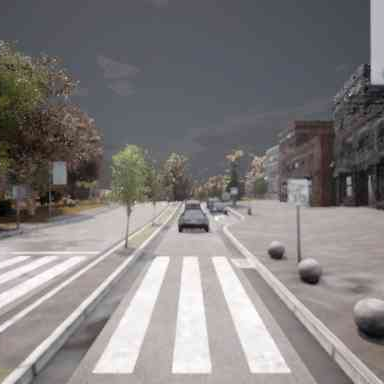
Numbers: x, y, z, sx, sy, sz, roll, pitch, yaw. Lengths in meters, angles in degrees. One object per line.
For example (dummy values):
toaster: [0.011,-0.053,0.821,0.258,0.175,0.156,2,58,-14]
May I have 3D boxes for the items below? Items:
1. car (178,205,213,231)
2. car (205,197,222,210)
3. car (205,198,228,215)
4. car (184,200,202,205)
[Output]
car: [0.100,1.800,22.361,1.994,1.385,4.181,0,-1,0]
car: [2.938,1.525,46.122,2.128,1.511,4.902,0,1,0]
car: [2.926,1.736,37.192,2.033,1.411,5.357,0,1,0]
car: [0.101,1.663,38.982,1.837,1.490,4.892,0,1,0]
